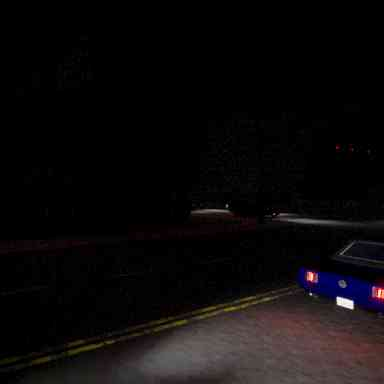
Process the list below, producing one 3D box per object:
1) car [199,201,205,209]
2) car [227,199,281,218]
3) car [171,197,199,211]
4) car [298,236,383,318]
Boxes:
[{"bbox_3d":[-0.213,1.492,44.660,2.128,1.511,4.902,0,0,-36],"label":"car"},{"bbox_3d":[5.758,1.601,30.322,1.895,1.301,4.718,0,0,-36],"label":"car"},{"bbox_3d":[-1.641,1.478,40.640,1.882,1.535,5.008,0,0,-36],"label":"car"},{"bbox_3d":[4.427,1.601,6.925,4.718,1.301,1.895,0,0,-35],"label":"car"}]
